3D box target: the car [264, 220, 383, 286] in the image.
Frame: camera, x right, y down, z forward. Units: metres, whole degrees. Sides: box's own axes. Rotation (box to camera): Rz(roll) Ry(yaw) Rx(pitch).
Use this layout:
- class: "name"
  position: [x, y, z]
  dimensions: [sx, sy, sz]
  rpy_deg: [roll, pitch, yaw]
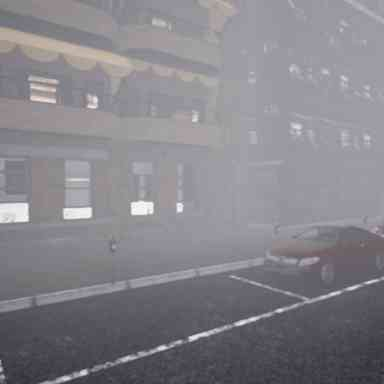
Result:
- class: "car"
  position: [3.856, 1.576, 9.279]
  dimensions: [4.206, 1.307, 1.802]
  rpy_deg: [0, -1, -35]
